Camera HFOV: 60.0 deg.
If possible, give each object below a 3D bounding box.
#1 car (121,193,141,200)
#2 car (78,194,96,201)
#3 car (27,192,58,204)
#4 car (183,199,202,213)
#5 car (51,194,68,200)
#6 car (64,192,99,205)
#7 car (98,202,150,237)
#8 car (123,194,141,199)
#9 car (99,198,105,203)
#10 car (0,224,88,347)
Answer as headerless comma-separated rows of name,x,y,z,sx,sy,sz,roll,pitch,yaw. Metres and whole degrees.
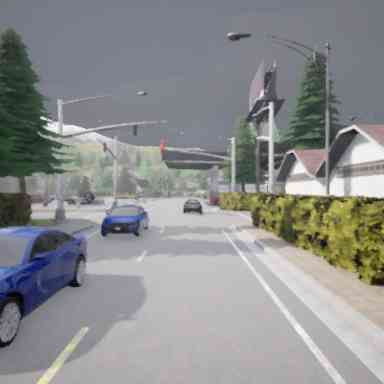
car,-16.295,1.207,87.903,5.027,1.636,2.152,0,0,0
car,-23.918,1.192,76.024,3.633,1.501,1.845,0,0,0
car,-24.576,0.991,53.572,4.605,1.855,1.932,0,0,0
car,0.073,1.487,35.856,1.994,1.385,4.181,1,-1,0
car,-34.961,1.221,87.971,3.806,1.475,1.970,0,0,0
car,-16.694,0.991,50.319,3.866,1.878,1.905,0,0,0
car,-3.477,1.454,18.084,1.882,1.535,5.008,0,0,0
car,-16.360,1.213,91.040,4.514,1.523,2.007,0,0,0
car,-16.098,1.273,53.646,3.806,1.475,1.970,0,0,0
car,-3.578,1.463,6.486,1.882,1.535,5.008,0,0,0
